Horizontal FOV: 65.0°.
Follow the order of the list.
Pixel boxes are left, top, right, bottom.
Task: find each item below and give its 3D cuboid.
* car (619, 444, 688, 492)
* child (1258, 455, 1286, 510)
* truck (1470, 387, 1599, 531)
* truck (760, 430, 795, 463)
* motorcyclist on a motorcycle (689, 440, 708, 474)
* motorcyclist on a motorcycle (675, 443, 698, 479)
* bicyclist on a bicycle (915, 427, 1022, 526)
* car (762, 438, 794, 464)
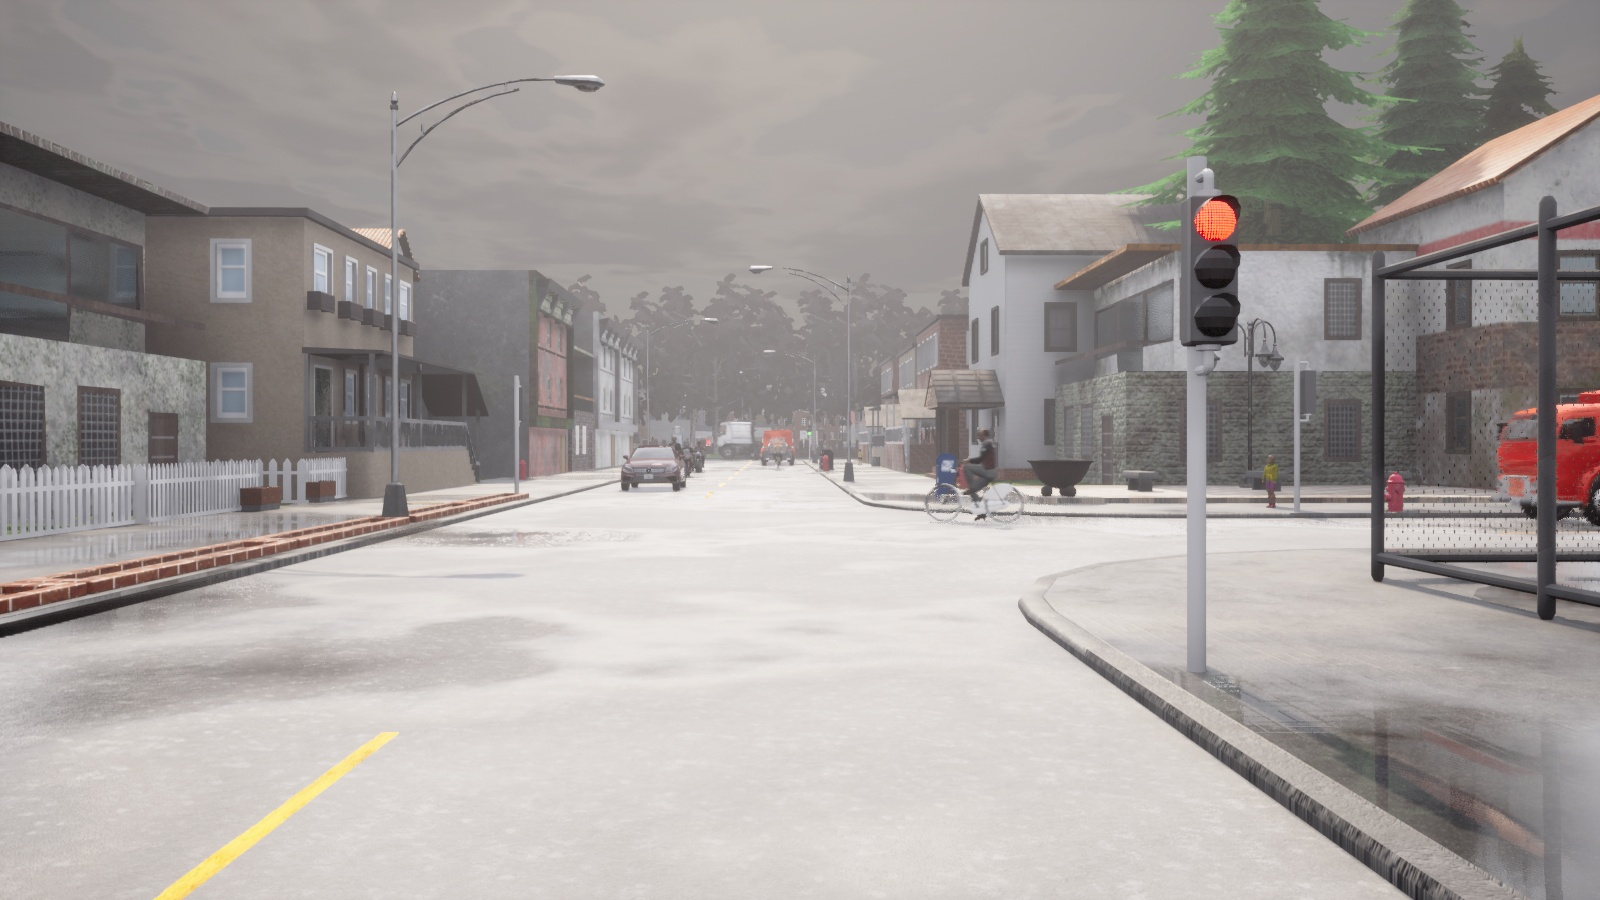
[{"bbox_3d":[-4.706,0.538,40.827,1.812,1.442,4.674,0,0,-2],"label":"car"},{"bbox_3d":[10.032,0.690,26.706,0.473,1.160,0.299,0,0,-21],"label":"child"},{"bbox_3d":[15.500,0.143,22.865,5.204,2.467,2.627,0,0,-1],"label":"truck"},{"bbox_3d":[-1.698,-0.286,96.446,2.627,2.467,5.204,0,0,-1],"label":"truck"},{"bbox_3d":[-5.101,0.335,63.266,0.766,1.649,2.350,0,0,-1],"label":"motorcyclist on a motorcycle"},{"bbox_3d":[-4.953,0.467,55.038,0.866,1.530,2.191,0,0,-1],"label":"motorcyclist on a motorcycle"},{"bbox_3d":[3.114,0.488,23.218,1.843,1.776,0.659,0,-2,18],"label":"bicyclist on a bicycle"},{"bbox_3d":[-1.487,0.046,84.719,2.152,1.651,5.027,0,0,-1],"label":"car"}]
